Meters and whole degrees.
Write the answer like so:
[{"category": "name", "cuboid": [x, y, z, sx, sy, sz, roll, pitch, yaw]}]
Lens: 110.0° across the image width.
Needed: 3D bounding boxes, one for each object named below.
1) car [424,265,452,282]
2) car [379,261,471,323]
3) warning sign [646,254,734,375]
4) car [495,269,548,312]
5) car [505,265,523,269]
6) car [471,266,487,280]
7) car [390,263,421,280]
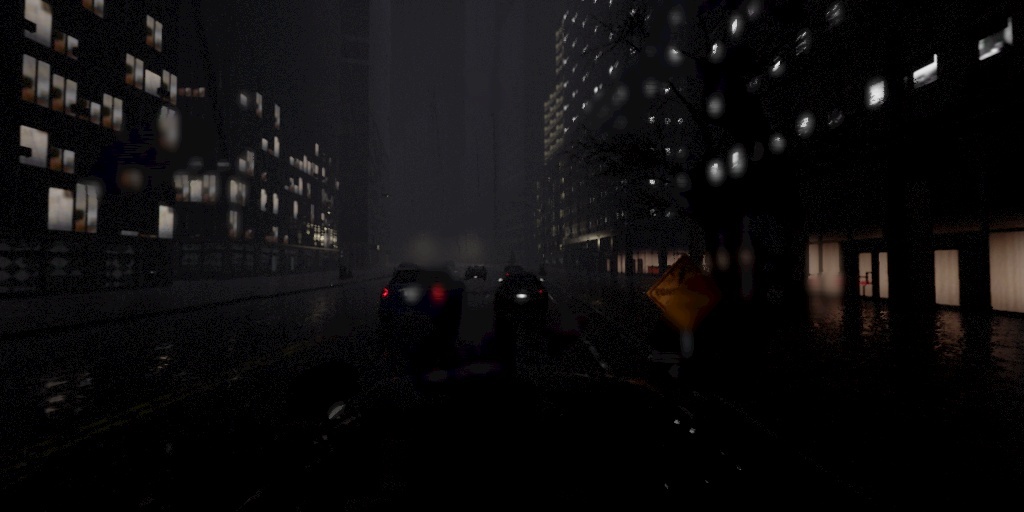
[{"category": "car", "cuboid": [-6.722, 1.542, 32.888, 1.895, 1.301, 4.718, 0, 0, -4]}, {"category": "car", "cuboid": [-2.911, 1.169, 12.661, 2.097, 1.767, 4.553, 0, 0, 2]}, {"category": "warning sign", "cuboid": [2.916, 0.891, 5.963, 1.300, 1.860, 1.060, 0, 0, 2]}, {"category": "car", "cuboid": [0.375, 1.396, 14.639, 1.994, 1.385, 4.181, 0, 0, 1]}, {"category": "car", "cuboid": [0.145, 1.481, 29.902, 2.033, 1.411, 5.357, 0, 0, -3]}, {"category": "car", "cuboid": [-3.311, 1.552, 33.448, 1.895, 1.301, 4.718, 0, 0, -3]}, {"category": "car", "cuboid": [-10.093, 1.448, 34.382, 1.837, 1.490, 4.892, 0, 0, -4]}]
